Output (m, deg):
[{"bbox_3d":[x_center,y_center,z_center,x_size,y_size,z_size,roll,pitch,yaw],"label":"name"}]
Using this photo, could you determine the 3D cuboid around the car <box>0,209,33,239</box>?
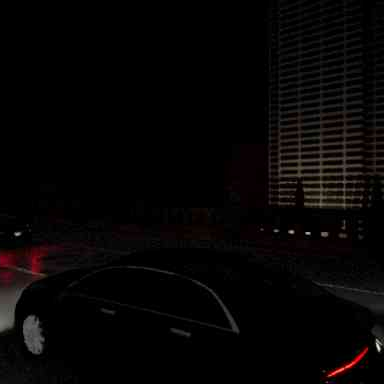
[{"bbox_3d":[-8.818,1.481,14.584,4.674,1.442,1.812,0,0,36],"label":"car"}]

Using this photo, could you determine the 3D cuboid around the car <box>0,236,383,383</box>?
[{"bbox_3d":[-0.362,1.497,4.251,4.892,1.490,1.837,0,0,35],"label":"car"}]
